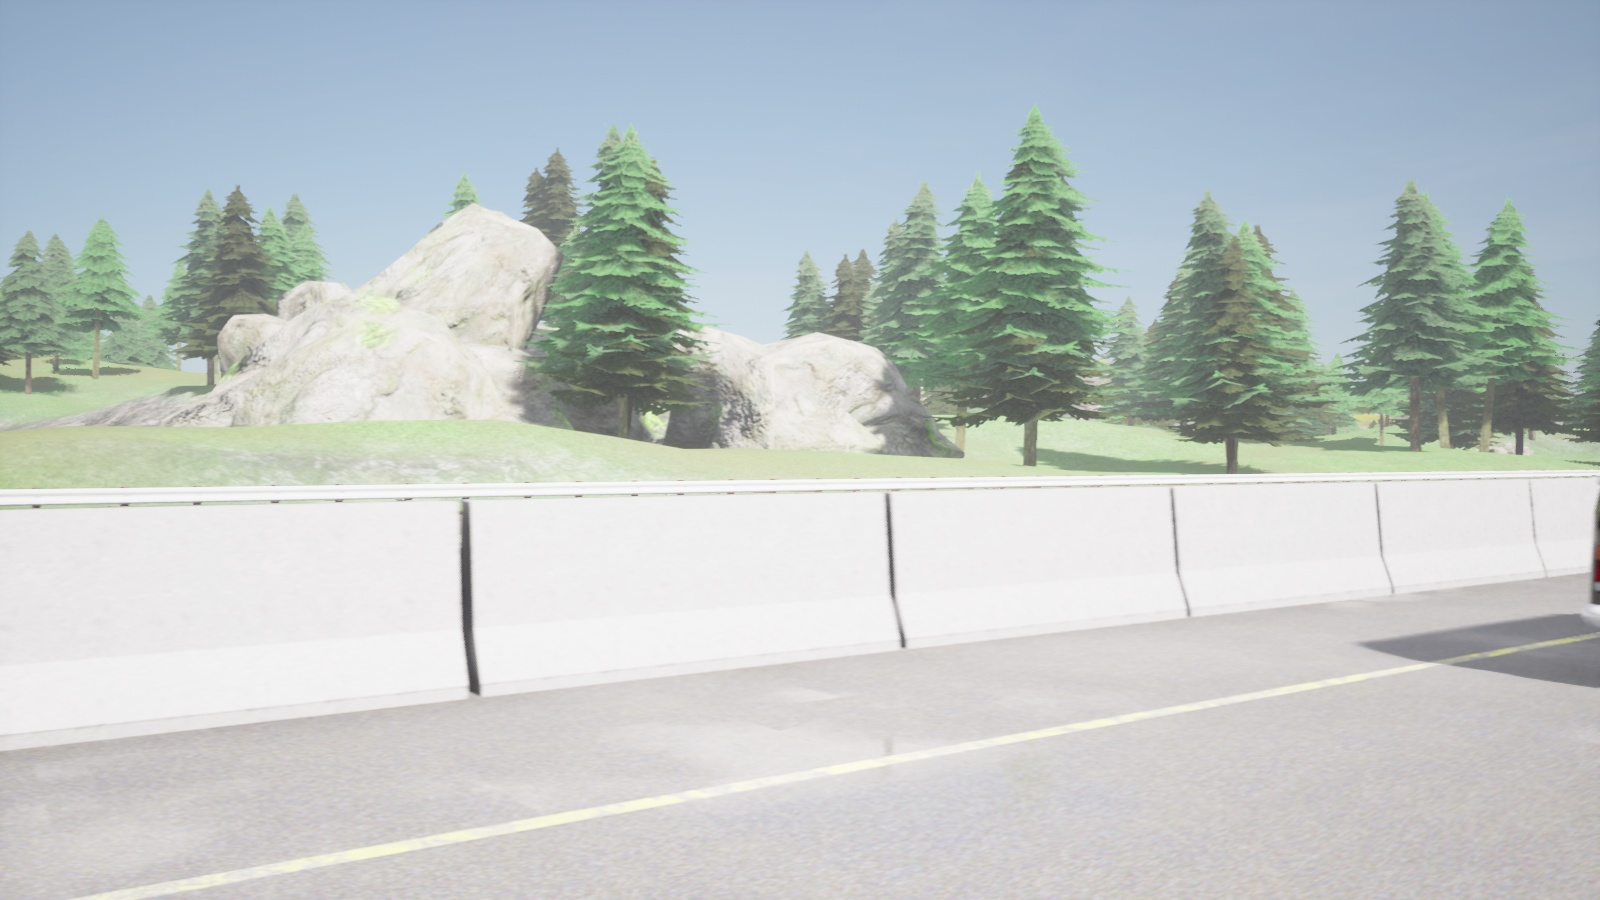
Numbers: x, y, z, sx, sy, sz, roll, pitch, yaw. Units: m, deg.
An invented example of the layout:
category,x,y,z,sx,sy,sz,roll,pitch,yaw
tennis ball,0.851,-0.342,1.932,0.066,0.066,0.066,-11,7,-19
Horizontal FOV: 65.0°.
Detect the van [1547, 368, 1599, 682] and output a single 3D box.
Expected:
category,x,y,z,sx,sy,sz,roll,pitch,yaw
van,7.439,0.476,8.837,4.480,2.038,2.069,0,0,-35
